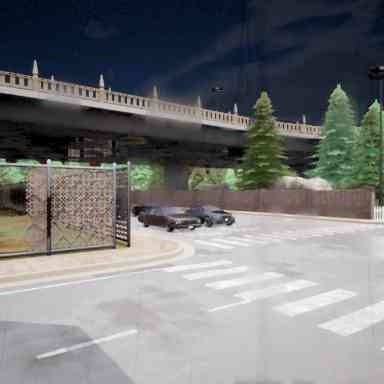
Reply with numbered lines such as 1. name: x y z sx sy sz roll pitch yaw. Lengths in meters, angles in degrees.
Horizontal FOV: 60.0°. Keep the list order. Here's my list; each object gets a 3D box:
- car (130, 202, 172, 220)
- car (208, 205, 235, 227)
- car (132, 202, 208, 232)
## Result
1. car: -3.804 1.621 30.128 1.994 1.385 4.181 0 0 -36
2. car: 1.086 1.621 23.297 1.994 1.385 4.181 0 0 -36
3. car: -1.586 1.604 20.986 2.033 1.411 5.357 0 0 -35
